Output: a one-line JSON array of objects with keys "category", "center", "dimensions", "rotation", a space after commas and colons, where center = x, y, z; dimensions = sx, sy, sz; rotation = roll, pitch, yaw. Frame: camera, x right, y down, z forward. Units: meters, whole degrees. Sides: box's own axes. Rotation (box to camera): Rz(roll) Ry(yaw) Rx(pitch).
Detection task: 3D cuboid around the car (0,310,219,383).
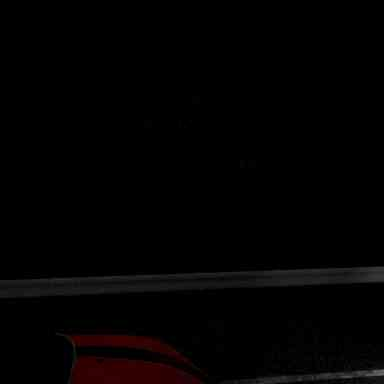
[{"category": "car", "center": [-1.841, 1.352, 1.677], "dimensions": [4.553, 1.767, 2.097], "rotation": [0, 0, -7]}]
